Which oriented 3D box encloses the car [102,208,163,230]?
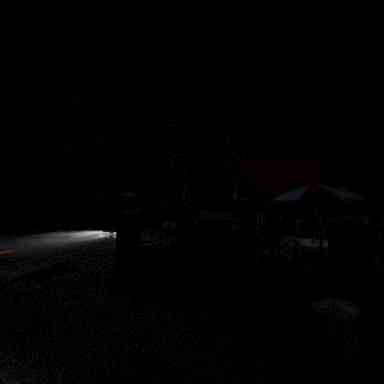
[{"bbox_3d":[-3.838,1.731,21.878,1.994,1.385,4.181,-1,0,35],"label":"car"}]
